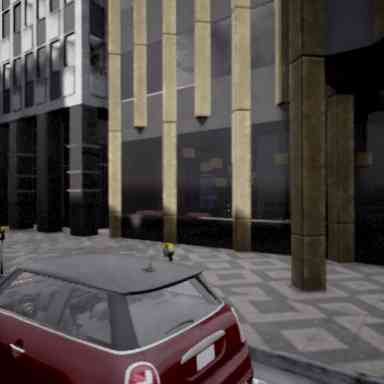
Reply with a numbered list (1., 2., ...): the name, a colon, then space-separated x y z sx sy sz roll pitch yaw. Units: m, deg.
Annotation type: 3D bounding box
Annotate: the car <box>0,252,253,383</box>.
1. car: -1.460 1.466 4.006 4.097 1.590 1.967 -1 0 36
